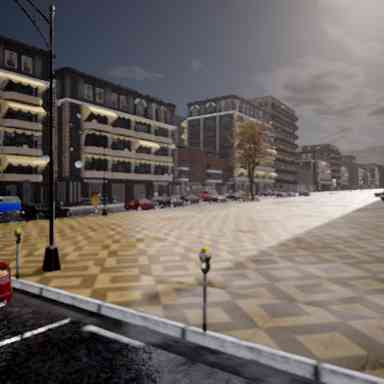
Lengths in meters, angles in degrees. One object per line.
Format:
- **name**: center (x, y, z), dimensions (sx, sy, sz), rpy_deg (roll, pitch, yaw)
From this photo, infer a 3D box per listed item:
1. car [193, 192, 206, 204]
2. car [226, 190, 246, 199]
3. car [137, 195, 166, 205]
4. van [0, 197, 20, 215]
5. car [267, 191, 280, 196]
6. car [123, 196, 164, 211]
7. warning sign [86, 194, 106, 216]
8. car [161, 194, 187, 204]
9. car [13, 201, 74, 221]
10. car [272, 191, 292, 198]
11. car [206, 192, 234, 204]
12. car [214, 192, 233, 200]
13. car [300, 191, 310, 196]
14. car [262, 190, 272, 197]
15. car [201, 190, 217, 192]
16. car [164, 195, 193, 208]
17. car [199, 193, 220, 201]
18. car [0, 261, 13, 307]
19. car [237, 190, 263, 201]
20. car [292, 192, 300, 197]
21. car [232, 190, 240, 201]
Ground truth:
- **car**: center (-0.362, 1.141, 48.670), dimensions (1.837, 1.490, 4.892), rpy_deg (0, 1, 35)
- **car**: center (9.772, 0.554, 73.332), dimensions (2.192, 1.841, 5.009), rpy_deg (1, 1, 35)
- **car**: center (-6.054, 1.234, 50.426), dimensions (1.947, 1.339, 4.313), rpy_deg (1, 1, 35)
- **van**: center (-18.714, 1.357, 32.093), dimensions (1.690, 1.788, 3.998), rpy_deg (1, 1, 35)
- **car**: center (22.430, 0.445, 91.665), dimensions (1.887, 1.381, 4.507), rpy_deg (1, 1, 35)
- **car**: center (-5.491, 1.375, 36.497), dimensions (1.887, 1.381, 4.507), rpy_deg (1, 1, 35)
- **warning sign**: center (-8.208, 1.071, 28.426), dimensions (1.300, 1.860, 1.060), rpy_deg (-1, -1, 35)
- **car**: center (-2.890, 1.133, 55.008), dimensions (2.008, 1.369, 4.403), rpy_deg (1, 1, 35)
- **car**: center (-11.820, 1.571, 27.335), dimensions (1.947, 1.339, 4.313), rpy_deg (1, 1, 35)
- **car**: center (19.830, 0.694, 73.156), dimensions (2.008, 1.369, 4.403), rpy_deg (1, 1, 35)
- **car**: center (4.005, 1.121, 50.244), dimensions (2.008, 1.369, 4.403), rpy_deg (1, 1, 35)
- **car**: center (6.509, 0.853, 68.614), dimensions (1.752, 1.417, 4.829), rpy_deg (1, 1, 35)
- **car**: center (29.324, 0.328, 86.899), dimensions (1.967, 1.590, 4.097), rpy_deg (1, 1, 35)
- **car**: center (19.266, 0.300, 87.078), dimensions (2.192, 1.841, 5.009), rpy_deg (1, 1, 35)
- **car**: center (2.499, 0.697, 58.101), dimensions (2.150, 2.045, 5.566), rpy_deg (0, 1, 35)
- **car**: center (-2.325, 1.294, 41.080), dimensions (2.008, 1.369, 4.403), rpy_deg (1, 1, 35)
- **car**: center (3.440, 0.976, 64.173), dimensions (1.947, 1.339, 4.313), rpy_deg (1, 1, 35)
- **car**: center (-5.395, 1.622, 6.704), dimensions (4.507, 1.381, 1.887), rpy_deg (-1, 0, 35)
- **car**: center (10.432, 0.921, 59.549), dimensions (1.752, 1.417, 4.829), rpy_deg (1, 1, 35)
- **car**: center (22.995, 0.609, 77.737), dimensions (2.008, 1.369, 4.403), rpy_deg (1, 1, 35)
- **car**: center (7.918, 0.899, 60.663), dimensions (2.128, 1.511, 4.902), rpy_deg (0, 1, 35)
